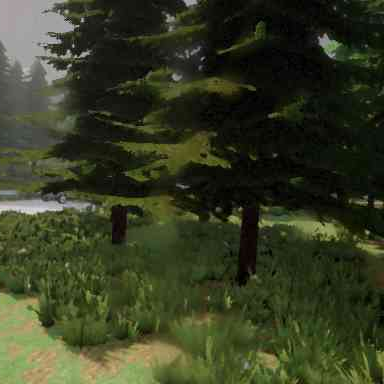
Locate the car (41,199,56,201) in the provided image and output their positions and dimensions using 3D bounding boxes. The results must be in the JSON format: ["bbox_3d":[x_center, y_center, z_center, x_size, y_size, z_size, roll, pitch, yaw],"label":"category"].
[{"bbox_3d":[-9.898,0.050,26.705,1.837,1.490,4.892,5,3,24],"label":"car"}]
